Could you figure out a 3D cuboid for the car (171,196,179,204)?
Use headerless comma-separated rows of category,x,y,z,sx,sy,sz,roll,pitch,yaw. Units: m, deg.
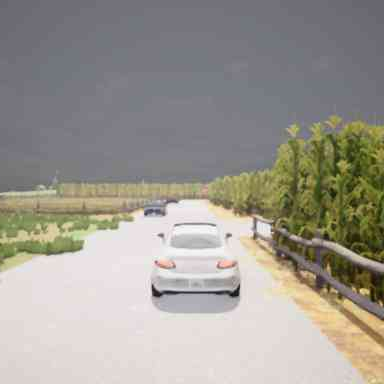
car,-3.130,1.272,53.209,1.895,1.301,4.718,0,0,1

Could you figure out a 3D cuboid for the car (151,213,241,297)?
car,0.079,1.474,8.302,1.812,1.442,4.674,0,0,0

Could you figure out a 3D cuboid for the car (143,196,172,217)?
car,-3.162,1.363,29.758,2.033,1.411,5.357,0,0,-1
